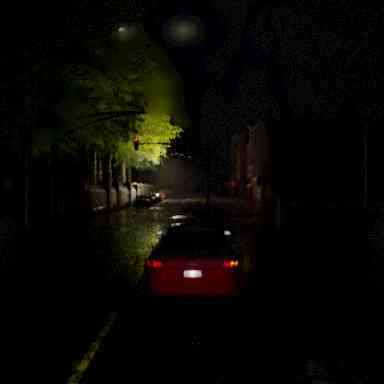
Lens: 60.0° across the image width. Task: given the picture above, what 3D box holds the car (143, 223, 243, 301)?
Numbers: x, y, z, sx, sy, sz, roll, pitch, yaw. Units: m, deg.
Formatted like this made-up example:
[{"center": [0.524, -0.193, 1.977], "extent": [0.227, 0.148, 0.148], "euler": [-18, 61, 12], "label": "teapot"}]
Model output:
[{"center": [0.031, 1.437, 8.103], "extent": [1.994, 1.385, 4.181], "euler": [0, 1, 0], "label": "car"}]

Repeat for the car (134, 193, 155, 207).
[{"center": [-5.507, 0.937, 39.202], "extent": [1.752, 1.417, 4.829], "euler": [1, 1, 0], "label": "car"}]

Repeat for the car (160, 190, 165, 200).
[{"center": [-5.530, 0.829, 49.813], "extent": [1.947, 1.339, 4.313], "euler": [1, 1, 0], "label": "car"}]

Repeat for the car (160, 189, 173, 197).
[{"center": [-5.638, 0.368, 66.159], "extent": [2.192, 1.841, 5.009], "euler": [1, 1, 0], "label": "car"}]

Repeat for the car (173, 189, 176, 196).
[{"center": [-5.755, 0.305, 82.509], "extent": [1.967, 1.590, 4.097], "euler": [1, 1, 0], "label": "car"}]

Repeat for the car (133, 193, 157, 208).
[{"center": [-5.470, 0.991, 37.229], "extent": [2.008, 1.369, 4.403], "euler": [1, 1, 0], "label": "car"}]

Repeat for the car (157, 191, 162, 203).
[{"center": [-5.492, 0.890, 44.363], "extent": [2.008, 1.369, 4.403], "euler": [1, 1, 0], "label": "car"}]

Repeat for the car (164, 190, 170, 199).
[{"center": [-5.606, 0.702, 60.712], "extent": [1.802, 1.307, 4.206], "euler": [1, 1, 0], "label": "car"}]

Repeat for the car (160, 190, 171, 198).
[{"center": [-5.679, 0.428, 71.610], "extent": [1.967, 1.590, 4.097], "euler": [1, 1, 0], "label": "car"}]
